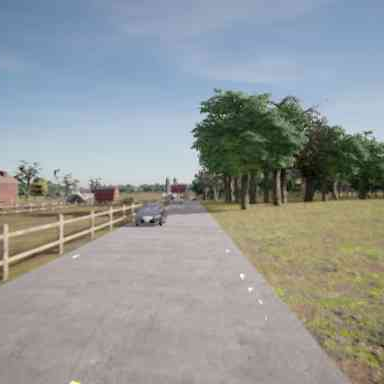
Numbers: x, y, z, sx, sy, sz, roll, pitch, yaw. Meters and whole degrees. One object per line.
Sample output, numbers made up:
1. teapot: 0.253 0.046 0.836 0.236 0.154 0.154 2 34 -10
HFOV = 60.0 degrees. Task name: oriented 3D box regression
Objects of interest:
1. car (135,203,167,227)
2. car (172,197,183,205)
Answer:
1. car: -2.846 1.558 23.638 2.128 1.511 4.902 0 0 0
2. car: -2.761 1.789 64.236 1.812 1.442 4.674 0 0 0
